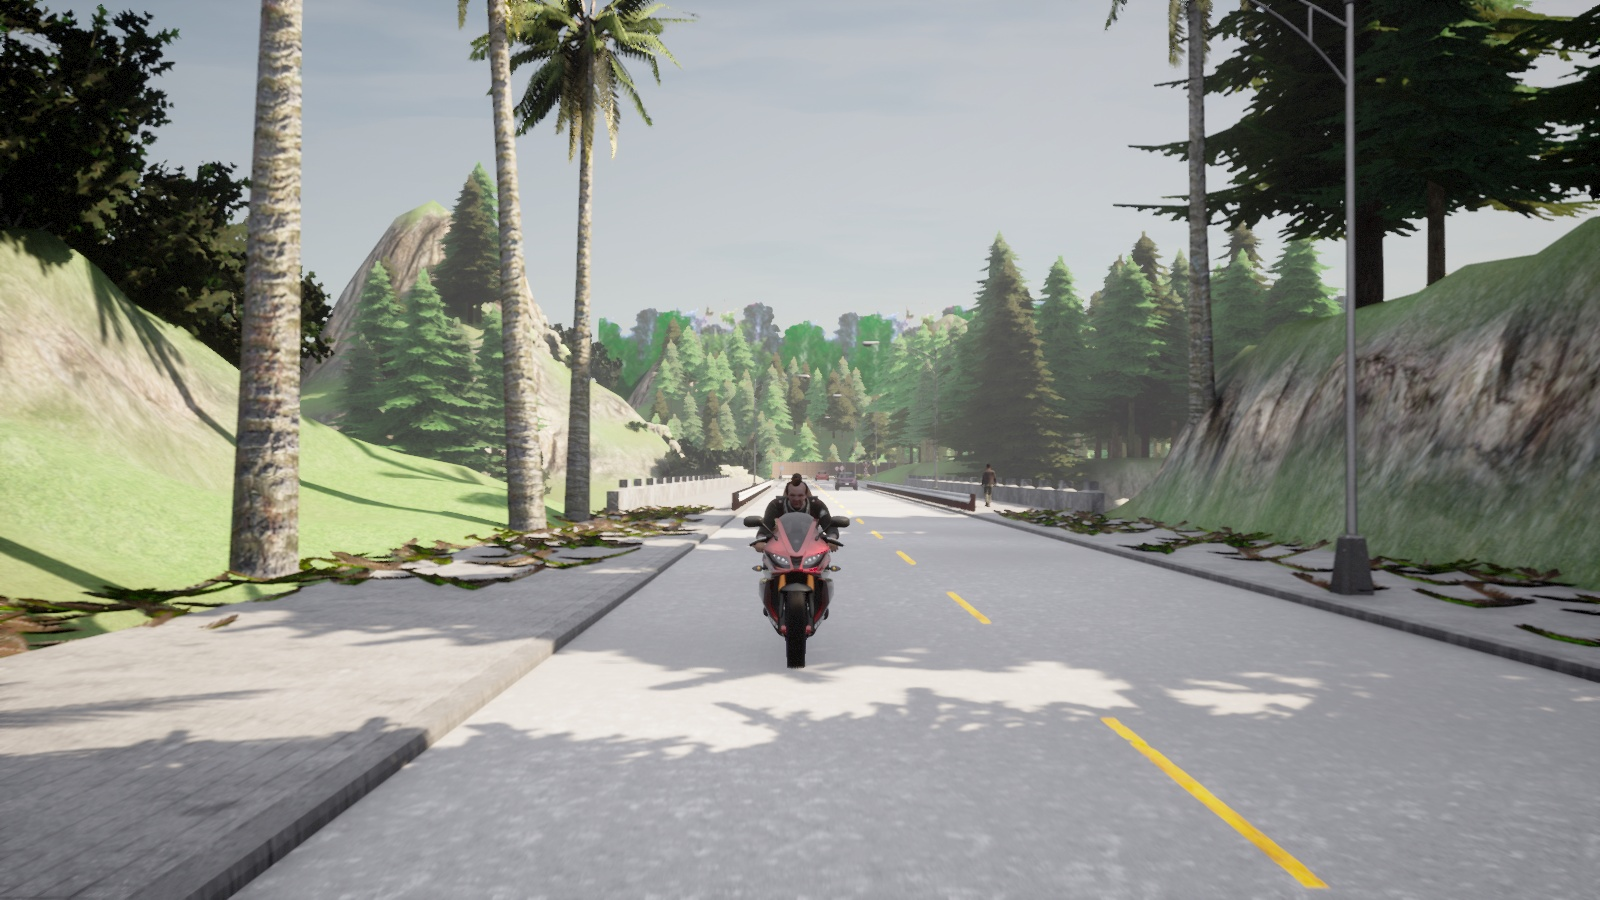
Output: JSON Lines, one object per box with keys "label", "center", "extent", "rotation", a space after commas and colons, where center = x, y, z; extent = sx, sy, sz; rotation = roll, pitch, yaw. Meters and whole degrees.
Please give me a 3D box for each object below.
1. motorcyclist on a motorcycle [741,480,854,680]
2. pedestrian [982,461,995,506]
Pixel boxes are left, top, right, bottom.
{"label": "motorcyclist on a motorcycle", "center": [-0.023, 1.031, 10.836], "extent": [0.866, 1.530, 2.191], "rotation": [0, -1, 0]}
{"label": "pedestrian", "center": [7.711, 1.354, 51.409], "extent": [0.431, 1.840, 0.703], "rotation": [0, -1, 0]}
